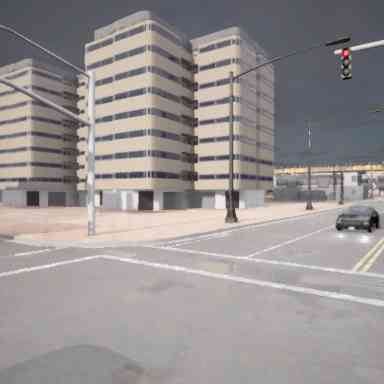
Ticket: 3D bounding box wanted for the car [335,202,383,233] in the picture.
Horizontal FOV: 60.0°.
[{"bbox_3d":[10.130,1.561,20.090,2.033,1.411,5.357,0,0,35],"label":"car"}]
